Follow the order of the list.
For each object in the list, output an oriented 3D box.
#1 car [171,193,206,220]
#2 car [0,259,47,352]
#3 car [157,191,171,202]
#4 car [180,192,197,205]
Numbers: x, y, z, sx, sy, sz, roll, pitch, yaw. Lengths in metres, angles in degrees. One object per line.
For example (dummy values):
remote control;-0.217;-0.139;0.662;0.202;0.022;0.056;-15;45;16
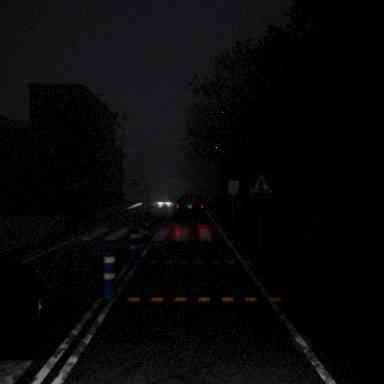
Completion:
car;-0.162;0.953;23.468;2.097;1.767;4.553;0;1;-1
car;-3.388;1.498;3.824;1.994;1.385;4.181;0;1;-1
car;-3.965;0.614;48.656;2.128;1.511;4.902;0;1;-1
car;-0.420;0.805;41.898;2.033;1.411;5.357;0;1;-1
